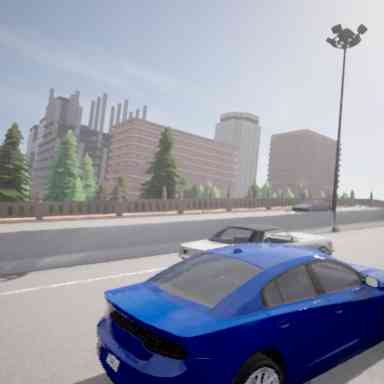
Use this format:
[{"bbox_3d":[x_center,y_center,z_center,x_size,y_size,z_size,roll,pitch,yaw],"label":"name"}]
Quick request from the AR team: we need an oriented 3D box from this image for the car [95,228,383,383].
[{"bbox_3d":[1.238,1.480,4.660,5.008,1.535,1.882,0,0,-36],"label":"car"}]

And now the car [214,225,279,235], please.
[{"bbox_3d":[2.040,1.604,9.564,4.718,1.301,1.895,0,0,-36],"label":"car"}]

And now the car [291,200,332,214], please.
[{"bbox_3d":[12.705,1.564,34.838,5.357,1.411,2.033,0,0,-36],"label":"car"}]
